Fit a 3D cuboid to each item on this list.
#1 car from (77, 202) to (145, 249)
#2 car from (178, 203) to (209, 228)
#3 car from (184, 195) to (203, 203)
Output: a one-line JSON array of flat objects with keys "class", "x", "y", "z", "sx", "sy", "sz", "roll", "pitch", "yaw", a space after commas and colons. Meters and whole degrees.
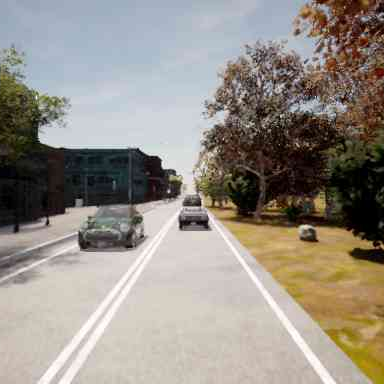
[{"class": "car", "x": -3.350, "y": 1.355, "z": 14.581, "sx": 2.097, "sy": 1.767, "sz": 4.553, "roll": 0, "pitch": 0, "yaw": 0}, {"class": "car", "x": 0.098, "y": 1.611, "z": 22.179, "sx": 1.895, "sy": 1.301, "sz": 4.718, "roll": 0, "pitch": 0, "yaw": 0}, {"class": "car", "x": 0.164, "y": 1.357, "z": 42.744, "sx": 2.150, "sy": 2.045, "sz": 5.566, "roll": 0, "pitch": 0, "yaw": 0}]
